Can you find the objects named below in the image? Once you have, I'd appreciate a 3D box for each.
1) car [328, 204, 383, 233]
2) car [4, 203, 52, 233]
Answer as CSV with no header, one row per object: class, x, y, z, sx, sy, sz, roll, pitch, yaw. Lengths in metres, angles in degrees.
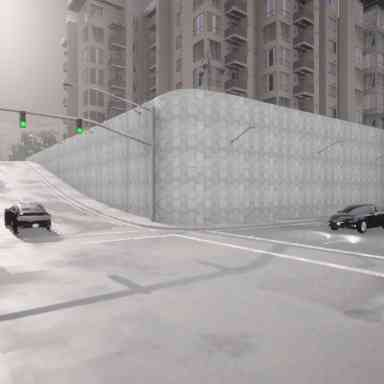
car,10.066,1.505,19.780,4.892,1.490,1.837,0,0,-36
car,-9.339,1.348,18.802,2.128,1.511,4.902,0,3,-36
